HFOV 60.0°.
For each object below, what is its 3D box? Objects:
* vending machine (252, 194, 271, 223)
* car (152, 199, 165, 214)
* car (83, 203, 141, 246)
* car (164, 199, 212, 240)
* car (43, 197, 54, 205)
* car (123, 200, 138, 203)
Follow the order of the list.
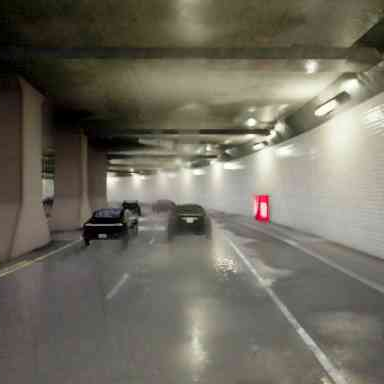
[{"bbox_3d":[5.083,1.197,24.409,1.100,2.100,0.880,0,0,-7],"label":"vending machine"},{"bbox_3d":[-3.001,1.480,35.047,1.882,1.535,5.008,0,0,-14],"label":"car"},{"bbox_3d":[-3.605,1.493,15.356,2.128,1.511,4.902,0,0,-3],"label":"car"},{"bbox_3d":[-0.220,1.353,17.300,2.097,1.767,4.553,0,0,-3],"label":"car"},{"bbox_3d":[-24.202,1.552,57.446,2.033,1.411,5.357,0,0,-38],"label":"car"},{"bbox_3d":[-6.184,1.494,33.375,2.128,1.511,4.902,0,0,-13],"label":"car"}]
